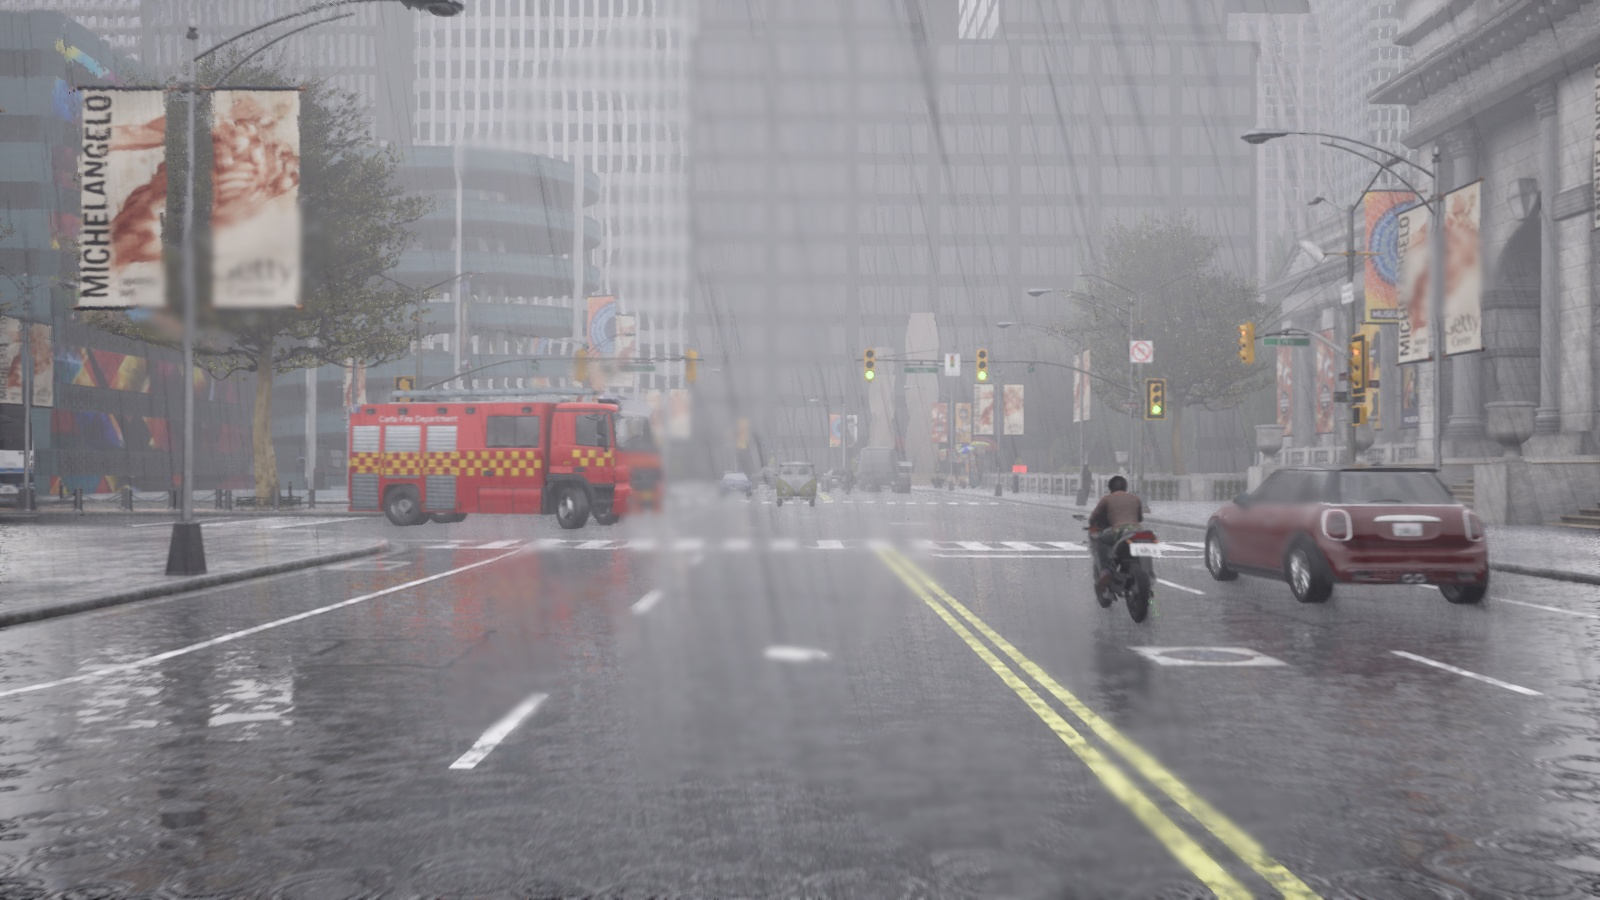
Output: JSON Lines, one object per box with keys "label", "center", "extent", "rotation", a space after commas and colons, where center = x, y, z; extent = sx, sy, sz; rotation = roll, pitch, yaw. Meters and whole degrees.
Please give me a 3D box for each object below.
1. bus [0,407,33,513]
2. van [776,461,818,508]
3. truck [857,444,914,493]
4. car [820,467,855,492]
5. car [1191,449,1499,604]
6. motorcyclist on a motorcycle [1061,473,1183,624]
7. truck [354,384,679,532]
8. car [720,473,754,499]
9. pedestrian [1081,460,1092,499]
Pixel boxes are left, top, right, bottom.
{"label": "bus", "center": [-37.094, 0.429, 50.317], "extent": [10.273, 4.253, 3.944], "rotation": [0, -1, 0]}
{"label": "van", "center": [-0.135, 1.501, 55.750], "extent": [1.775, 1.987, 4.442], "rotation": [0, -1, 0]}
{"label": "truck", "center": [6.254, 1.368, 93.190], "extent": [2.891, 3.462, 7.936], "rotation": [0, -1, -6]}
{"label": "car", "center": [2.746, 2.176, 92.915], "extent": [1.932, 1.855, 4.605], "rotation": [0, -1, -7]}
{"label": "car", "center": [6.959, 0.924, 16.686], "extent": [2.097, 1.767, 4.553], "rotation": [0, -1, 0]}
{"label": "motorcyclist on a motorcycle", "center": [3.467, 1.012, 13.713], "extent": [0.797, 1.523, 2.044], "rotation": [0, -1, 0]}
{"label": "truck", "center": [-7.856, 0.267, 34.979], "extent": [8.468, 3.827, 2.891], "rotation": [0, -1, 16]}
{"label": "car", "center": [-3.685, 2.101, 74.402], "extent": [1.812, 1.442, 4.674], "rotation": [0, -1, 0]}
{"label": "pedestrian", "center": [14.062, 1.448, 61.678], "extent": [0.395, 1.930, 0.692], "rotation": [0, -1, 0]}
